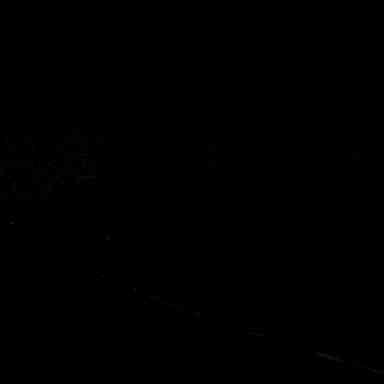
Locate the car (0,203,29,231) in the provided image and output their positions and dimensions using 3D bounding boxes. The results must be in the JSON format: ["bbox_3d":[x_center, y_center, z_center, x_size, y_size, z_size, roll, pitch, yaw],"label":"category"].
[{"bbox_3d":[-11.666,1.615,21.358,1.882,1.535,5.008,1,0,-30],"label":"car"}]

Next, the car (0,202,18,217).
[{"bbox_3d":[-19.342,1.783,34.503,1.994,1.385,4.181,1,-1,-30],"label":"car"}]
